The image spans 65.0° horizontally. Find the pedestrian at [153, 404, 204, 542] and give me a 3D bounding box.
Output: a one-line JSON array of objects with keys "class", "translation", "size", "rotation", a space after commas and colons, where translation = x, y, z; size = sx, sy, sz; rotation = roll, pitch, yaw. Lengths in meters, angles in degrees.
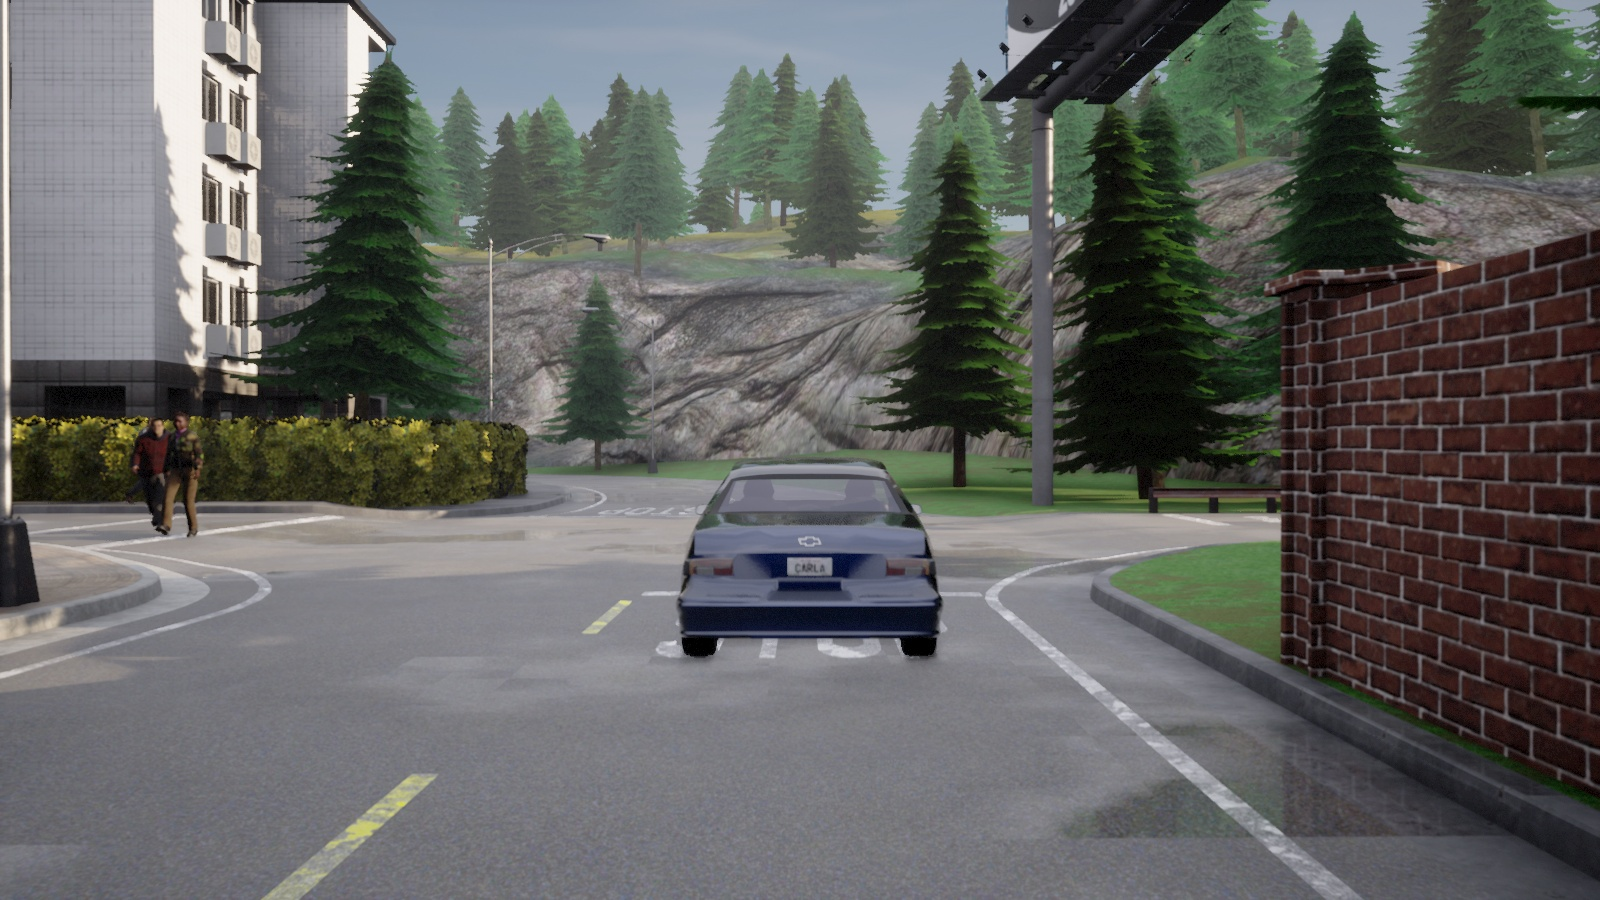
[{"class": "pedestrian", "translation": [-8.876, 0.326, 17.953], "size": [0.395, 1.930, 0.692], "rotation": [0, 0, 0]}]

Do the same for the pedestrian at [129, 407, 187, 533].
[{"class": "pedestrian", "translation": [-9.644, 0.293, 18.895], "size": [0.634, 1.844, 0.899], "rotation": [0, 0, -17]}]

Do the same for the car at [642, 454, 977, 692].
[{"class": "car", "translation": [0.071, 0.758, 10.322], "size": [2.033, 1.411, 5.357], "rotation": [0, 0, 0]}]

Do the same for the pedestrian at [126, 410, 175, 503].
[{"class": "pedestrian", "translation": [-12.967, 0.129, 25.082], "size": [0.694, 1.848, 0.540], "rotation": [0, 0, 0]}]
